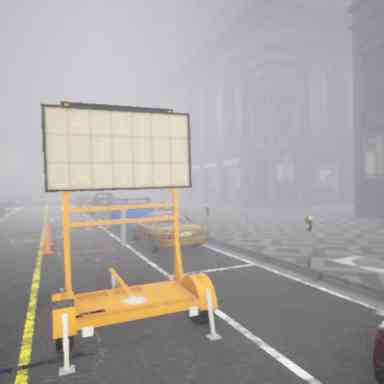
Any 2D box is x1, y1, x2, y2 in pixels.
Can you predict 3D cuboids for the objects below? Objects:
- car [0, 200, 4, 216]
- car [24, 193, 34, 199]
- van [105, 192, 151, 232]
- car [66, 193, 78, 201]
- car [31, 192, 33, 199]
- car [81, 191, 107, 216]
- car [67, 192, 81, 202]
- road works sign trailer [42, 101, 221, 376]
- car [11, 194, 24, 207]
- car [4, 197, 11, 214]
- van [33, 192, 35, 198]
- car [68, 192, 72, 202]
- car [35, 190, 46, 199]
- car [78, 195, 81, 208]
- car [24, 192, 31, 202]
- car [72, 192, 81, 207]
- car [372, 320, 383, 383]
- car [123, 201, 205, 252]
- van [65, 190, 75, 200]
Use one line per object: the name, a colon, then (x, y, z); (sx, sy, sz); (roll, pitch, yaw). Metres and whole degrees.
car: (-15.500, 1.472, 24.518); (1.947, 1.339, 4.313); (-2, 1, -23)
car: (-39.780, 0.970, 81.155); (1.887, 1.381, 4.507); (-2, 1, -23)
van: (-3.266, 1.045, 17.583); (1.690, 1.788, 3.998); (-2, 1, -23)
car: (-23.122, 0.887, 63.924); (1.802, 1.307, 4.206); (-2, 1, -23)
car: (-33.158, 1.100, 65.707); (1.887, 1.381, 4.507); (-2, 1, -23)
car: (-7.681, 0.928, 27.879); (2.192, 1.841, 5.009); (-2, 1, -23)
car: (-20.919, 0.789, 58.772); (1.967, 1.590, 4.097); (-2, 1, -23)
road works sign trailer: (-1.192, 0.363, 5.668); (2.380, 3.560, 2.880); (-2, 1, -23)
car: (-24.330, 1.274, 45.113); (1.887, 1.381, 4.507); (-2, 1, -23)
car: (-17.707, 1.427, 29.666); (1.947, 1.339, 4.313); (-2, 1, -23)
van: (-37.579, 0.810, 76.001); (1.690, 1.788, 3.998); (-2, 1, -23)
car: (-16.505, 0.876, 48.475); (1.967, 1.590, 4.097); (-2, 1, -23)
car: (-35.438, 0.855, 78.037); (1.882, 1.535, 5.008); (-2, 1, -23)
car: (-9.880, 1.149, 33.033); (1.802, 1.307, 4.206); (-2, 1, -23)
car: (-30.954, 1.039, 60.557); (1.967, 1.590, 4.097); (-2, 1, -23)
car: (-12.095, 0.838, 38.175); (2.192, 1.841, 5.009); (-2, 1, -23)
car: (3.359, 1.286, 2.139); (1.967, 1.590, 4.097); (-2, 1, -23)
car: (-1.121, 1.275, 12.595); (1.752, 1.417, 4.829); (-2, 1, -23)
van: (-25.336, 0.603, 69.067); (1.690, 1.788, 3.998); (-2, 1, -23)
